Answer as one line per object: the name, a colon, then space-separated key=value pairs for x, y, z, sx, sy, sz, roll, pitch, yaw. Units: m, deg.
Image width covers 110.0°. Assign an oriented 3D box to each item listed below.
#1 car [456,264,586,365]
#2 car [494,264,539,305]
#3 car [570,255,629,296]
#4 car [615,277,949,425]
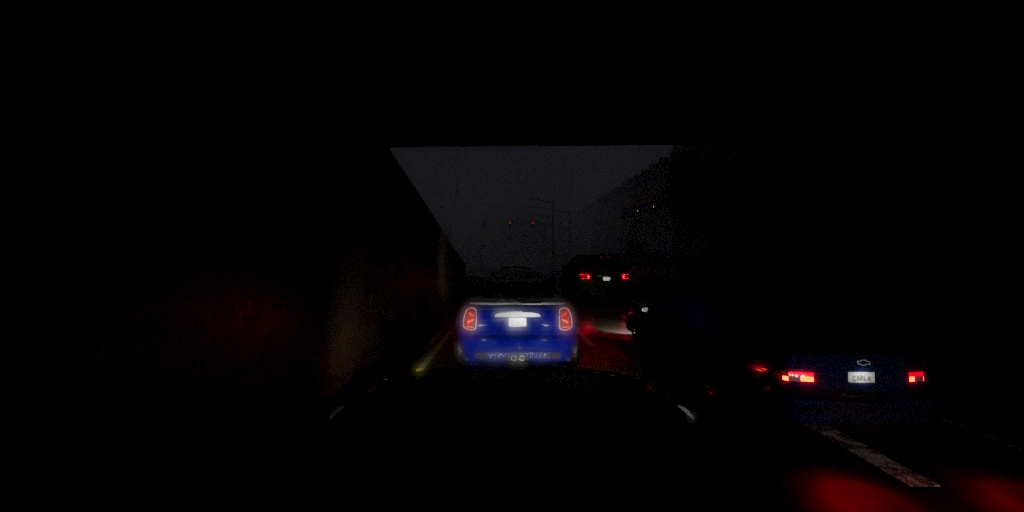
car: x=0.107 y=1.102 z=7.979 sx=2.097 sy=1.767 sz=4.553 roll=0 pitch=0 yaw=0
car: x=0.133 y=1.228 z=17.262 sx=1.882 sy=1.535 sz=5.008 roll=0 pitch=0 yaw=-1
car: x=3.646 y=0.971 z=16.454 sx=2.150 sy=2.045 sz=5.566 roll=0 pitch=0 yaw=0
car: x=3.611 y=1.297 z=6.208 sx=2.033 sy=1.411 sz=5.357 roll=0 pitch=0 yaw=0
